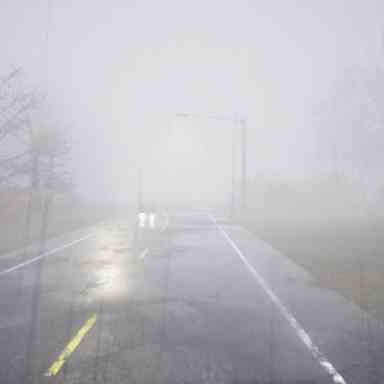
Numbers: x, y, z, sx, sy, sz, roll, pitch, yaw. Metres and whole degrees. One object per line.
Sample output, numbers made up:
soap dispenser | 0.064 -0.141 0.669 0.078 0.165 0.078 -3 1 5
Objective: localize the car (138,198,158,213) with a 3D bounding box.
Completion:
car | -4.909 1.463 37.228 2.128 1.511 4.902 0 0 -7
